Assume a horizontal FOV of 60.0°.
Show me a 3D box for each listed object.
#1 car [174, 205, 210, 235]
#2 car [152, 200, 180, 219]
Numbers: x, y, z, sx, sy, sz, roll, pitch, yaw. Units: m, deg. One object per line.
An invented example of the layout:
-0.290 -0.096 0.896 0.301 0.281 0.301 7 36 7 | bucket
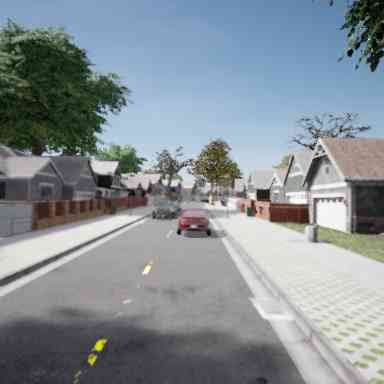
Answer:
0.120 1.695 20.024 1.812 1.442 4.674 1 0 0 | car
-2.549 1.578 31.846 2.097 1.767 4.553 1 0 0 | car
